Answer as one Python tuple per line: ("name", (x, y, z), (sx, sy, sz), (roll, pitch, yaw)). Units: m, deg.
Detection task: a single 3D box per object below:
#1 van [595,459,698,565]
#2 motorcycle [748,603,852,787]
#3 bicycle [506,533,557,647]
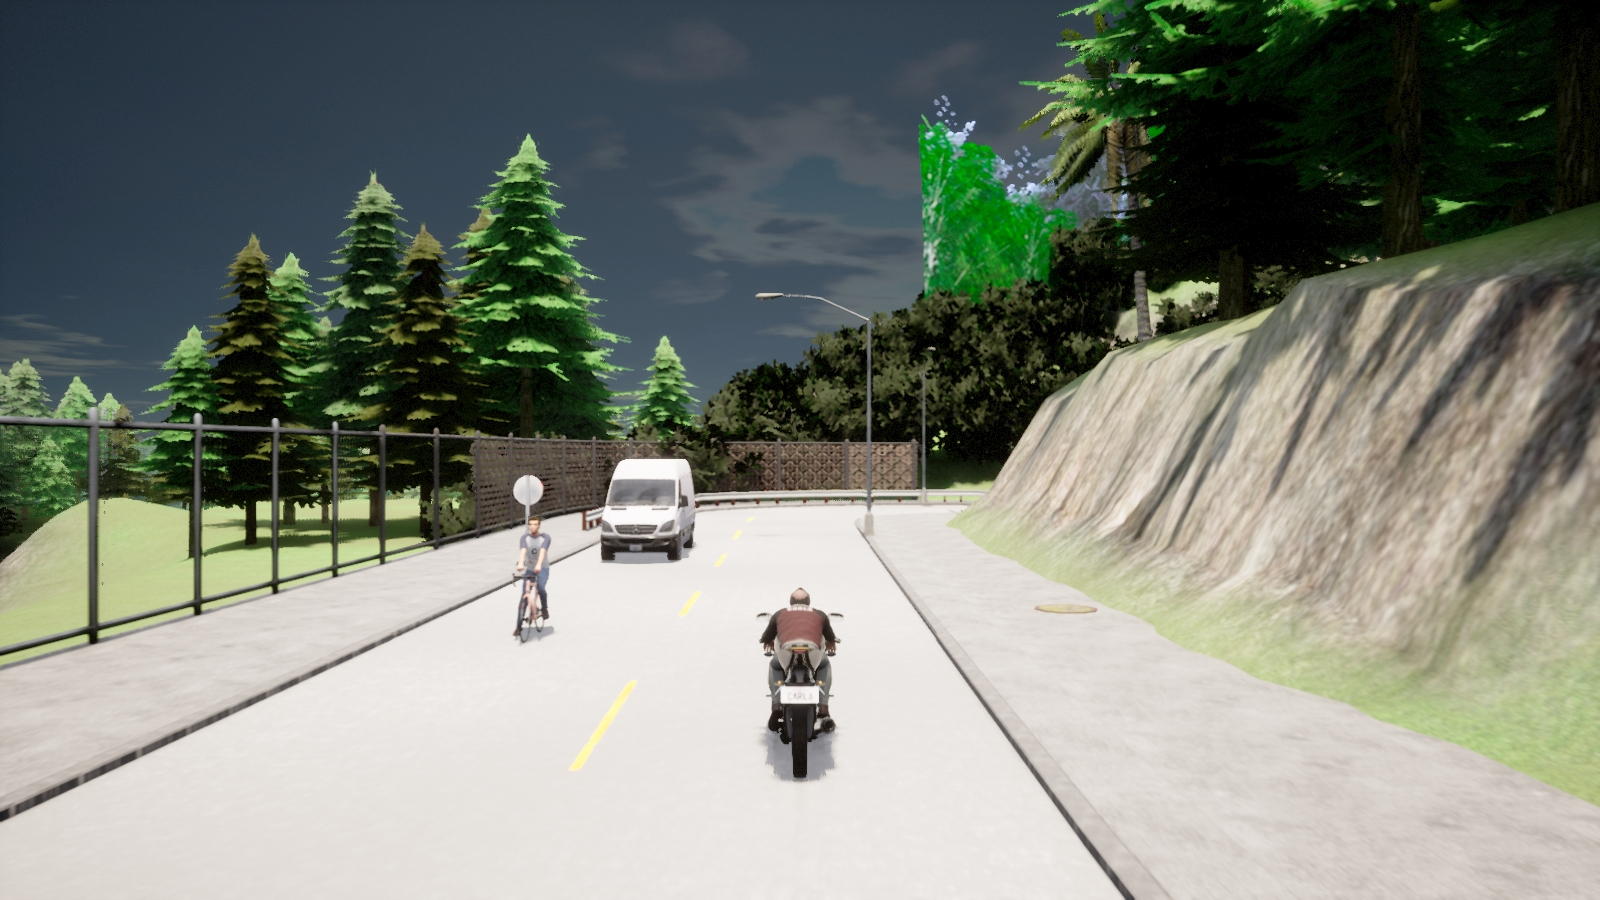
("van", (-4.021, 1.537, 30.856), (1.988, 2.561, 5.915), (0, 0, 0))
("motorcycle", (-0.001, 2.205, 10.703), (0.867, 1.251, 2.209), (0, 0, 0))
("bicycle", (-3.996, 2.057, 17.089), (0.373, 1.496, 1.643), (0, 0, 0))
